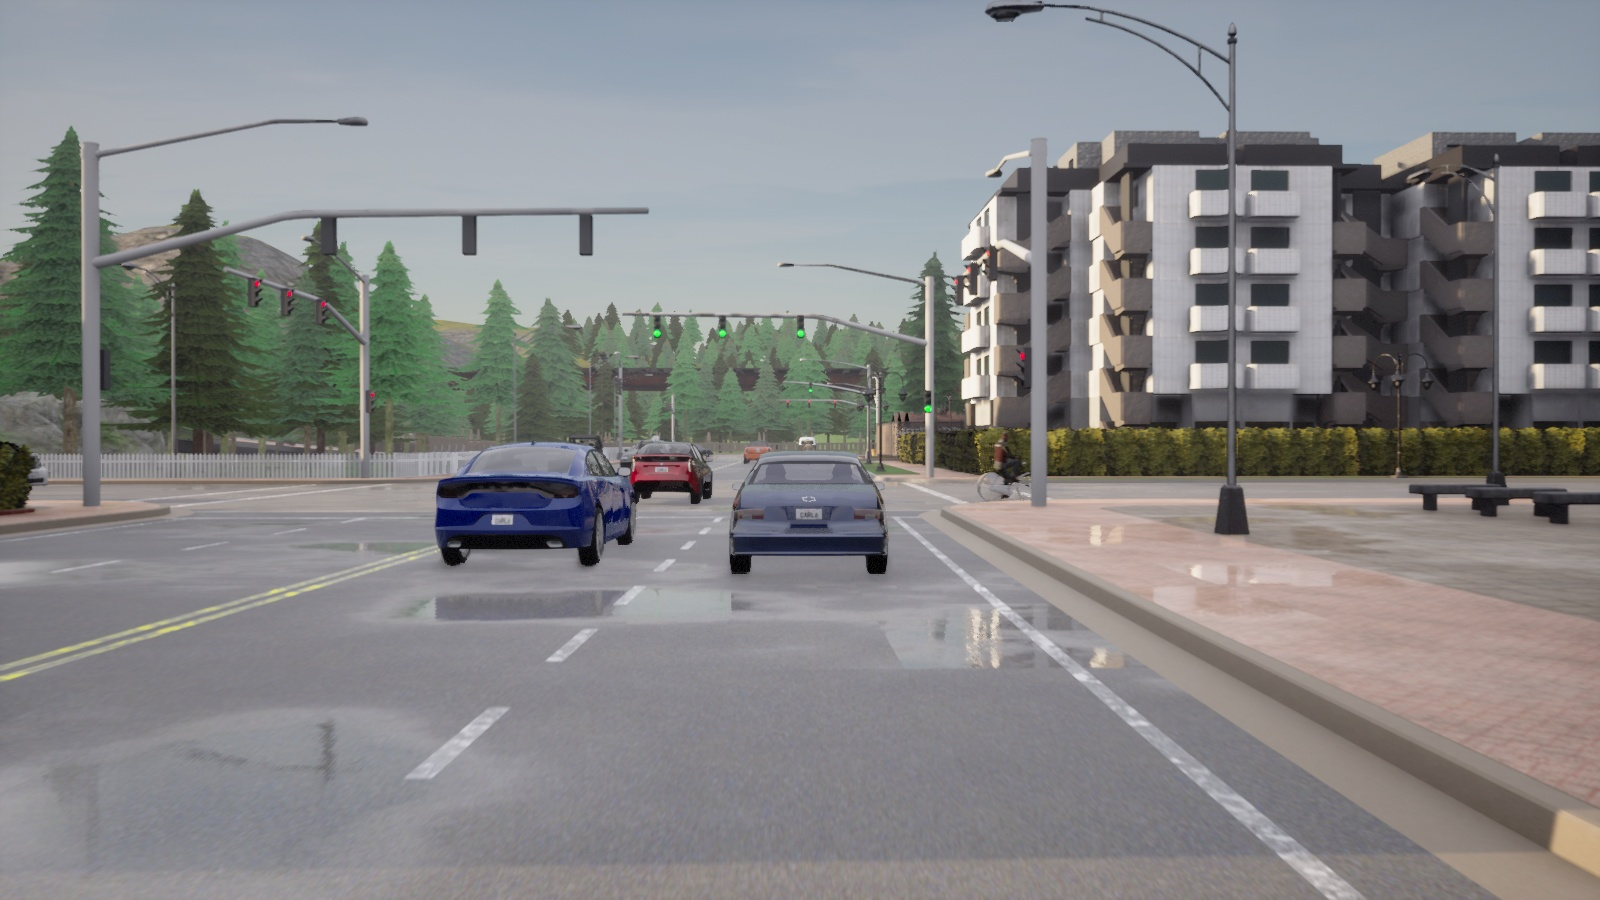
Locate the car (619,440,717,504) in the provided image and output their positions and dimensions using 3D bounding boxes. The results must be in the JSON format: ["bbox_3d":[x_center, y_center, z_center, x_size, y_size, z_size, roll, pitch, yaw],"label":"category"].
[{"bbox_3d":[-3.302,0.509,32.226,2.007,1.525,4.514,0,0,0],"label":"car"}]

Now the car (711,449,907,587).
[{"bbox_3d":[0.104,0.705,15.712,2.033,1.411,5.357,0,0,0],"label":"car"}]

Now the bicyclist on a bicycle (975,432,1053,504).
[{"bbox_3d":[5.405,0.443,31.732,1.843,1.776,0.659,0,2,-20],"label":"bicyclist on a bicycle"}]

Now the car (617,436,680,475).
[{"bbox_3d":[-6.668,0.205,55.778,2.152,1.651,5.027,0,0,0],"label":"car"}]

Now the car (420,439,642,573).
[{"bbox_3d":[-3.389,0.626,16.849,1.882,1.535,5.008,0,0,0],"label":"car"}]

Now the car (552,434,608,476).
[{"bbox_3d":[-10.154,0.206,58.309,1.905,1.878,3.866,0,0,0],"label":"car"}]

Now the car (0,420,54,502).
[{"bbox_3d":[-22.489,0.266,32.093,5.566,2.045,2.150,0,0,-1],"label":"car"}]

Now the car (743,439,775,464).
[{"bbox_3d":[-2.965,0.086,91.612,2.097,1.767,4.553,0,0,0],"label":"car"}]
